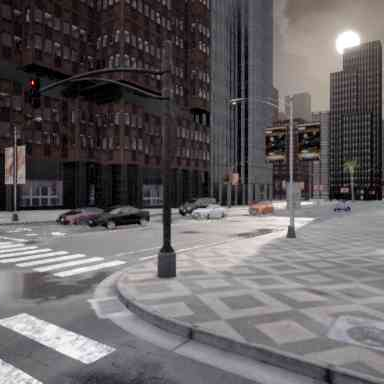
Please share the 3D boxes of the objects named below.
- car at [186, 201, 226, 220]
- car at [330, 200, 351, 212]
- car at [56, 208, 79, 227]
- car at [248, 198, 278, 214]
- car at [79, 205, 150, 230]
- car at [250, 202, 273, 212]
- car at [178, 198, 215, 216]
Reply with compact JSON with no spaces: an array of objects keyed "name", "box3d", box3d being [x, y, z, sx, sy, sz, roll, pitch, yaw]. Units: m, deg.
[{"name":"car","box3d":[1.789,1.961,33.486,1.812,1.442,4.674,0,-1,35]},{"name":"car","box3d":[24.268,2.428,53.660,2.033,1.411,5.357,0,-1,34]},{"name":"car","box3d":[-8.036,1.814,25.227,1.994,1.385,4.181,0,-1,35]},{"name":"car","box3d":[9.180,1.973,43.884,2.097,1.767,4.553,0,-1,36]},{"name":"car","box3d":[-5.150,1.738,23.679,1.882,1.535,5.008,0,-1,35]},{"name":"car","box3d":[10.840,2.292,51.757,1.994,1.385,4.181,0,-1,35]},{"name":"car","box3d":[0.796,1.693,37.705,2.150,2.045,5.566,0,-1,35]}]
